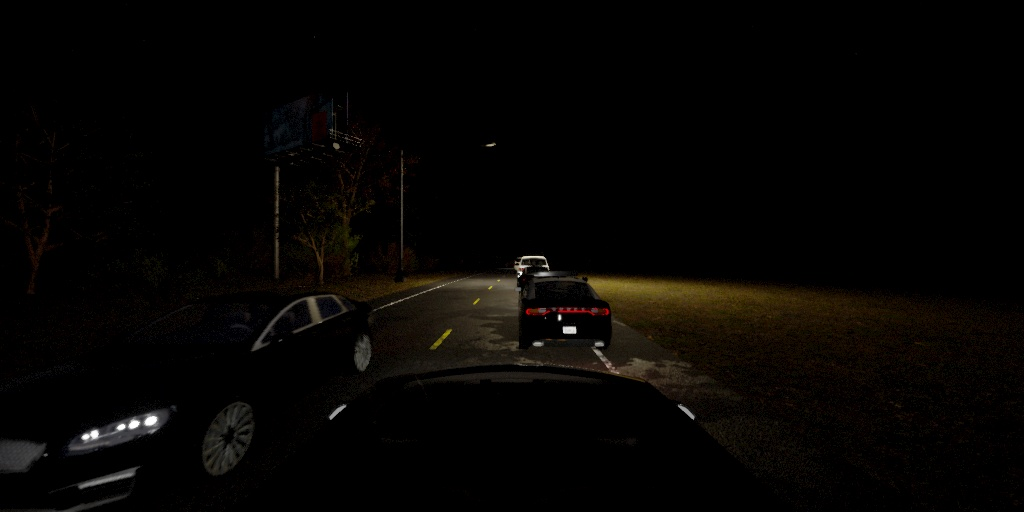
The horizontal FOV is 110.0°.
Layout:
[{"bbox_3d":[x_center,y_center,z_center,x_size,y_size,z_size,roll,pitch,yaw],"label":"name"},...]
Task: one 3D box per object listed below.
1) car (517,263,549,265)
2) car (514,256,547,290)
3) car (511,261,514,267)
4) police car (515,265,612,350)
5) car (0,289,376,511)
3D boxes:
[{"bbox_3d":[1.289,1.296,19.122,1.837,1.490,4.892,0,0,1],"label":"car"},{"bbox_3d":[1.463,1.044,25.131,2.150,2.045,5.566,0,0,2],"label":"car"},{"bbox_3d":[1.427,1.202,46.476,2.150,2.045,5.566,0,0,4],"label":"car"},{"bbox_3d":[1.105,1.184,9.266,1.930,1.638,5.238,0,0,1],"label":"police car"},{"bbox_3d":[-3.453,1.244,4.744,2.128,1.511,4.902,0,0,0],"label":"car"}]
